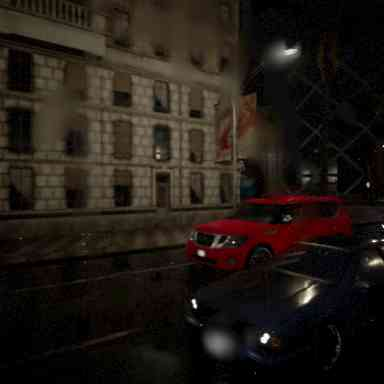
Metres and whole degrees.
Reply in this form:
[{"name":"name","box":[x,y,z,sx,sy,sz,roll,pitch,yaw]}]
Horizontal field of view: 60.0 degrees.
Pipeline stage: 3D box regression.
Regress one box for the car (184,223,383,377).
[{"name":"car","box":[2.517,1.512,5.697,5.357,1.411,2.033,0,0,-34]}]

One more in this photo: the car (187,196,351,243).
[{"name":"car","box":[2.513,1.169,9.942,5.566,2.045,2.150,0,0,-34]}]
